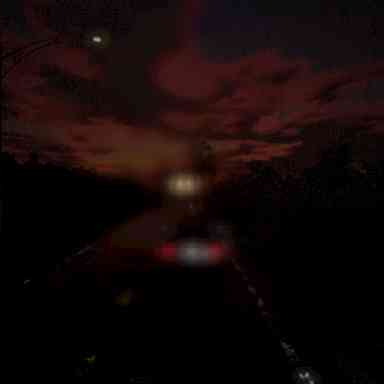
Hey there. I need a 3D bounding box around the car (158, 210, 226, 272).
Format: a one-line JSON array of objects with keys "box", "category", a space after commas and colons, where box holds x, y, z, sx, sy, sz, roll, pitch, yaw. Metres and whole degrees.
[{"box": [0.024, 1.530, 10.648, 2.033, 1.411, 5.357, 0, 0, 1], "category": "car"}]

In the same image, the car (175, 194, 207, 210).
[{"box": [0.035, 1.175, 26.659, 2.150, 2.045, 5.566, 0, 0, 1], "category": "car"}]

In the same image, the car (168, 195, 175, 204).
[{"box": [-3.158, 1.348, 58.362, 1.882, 1.535, 5.008, 0, 0, -3], "category": "car"}]
